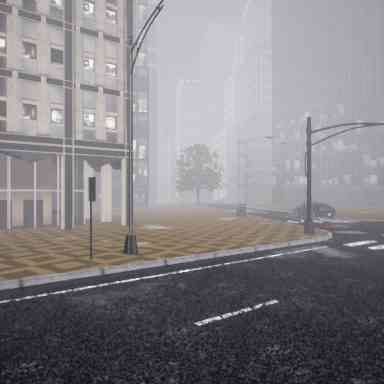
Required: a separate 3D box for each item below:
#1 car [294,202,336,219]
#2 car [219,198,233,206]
[{"bbox_3d":[11.125,1.653,30.460,1.837,1.490,4.892,-2,0,-12],"label":"car"},{"bbox_3d":[6.481,1.935,63.931,1.812,1.442,4.674,0,0,-8],"label":"car"}]
